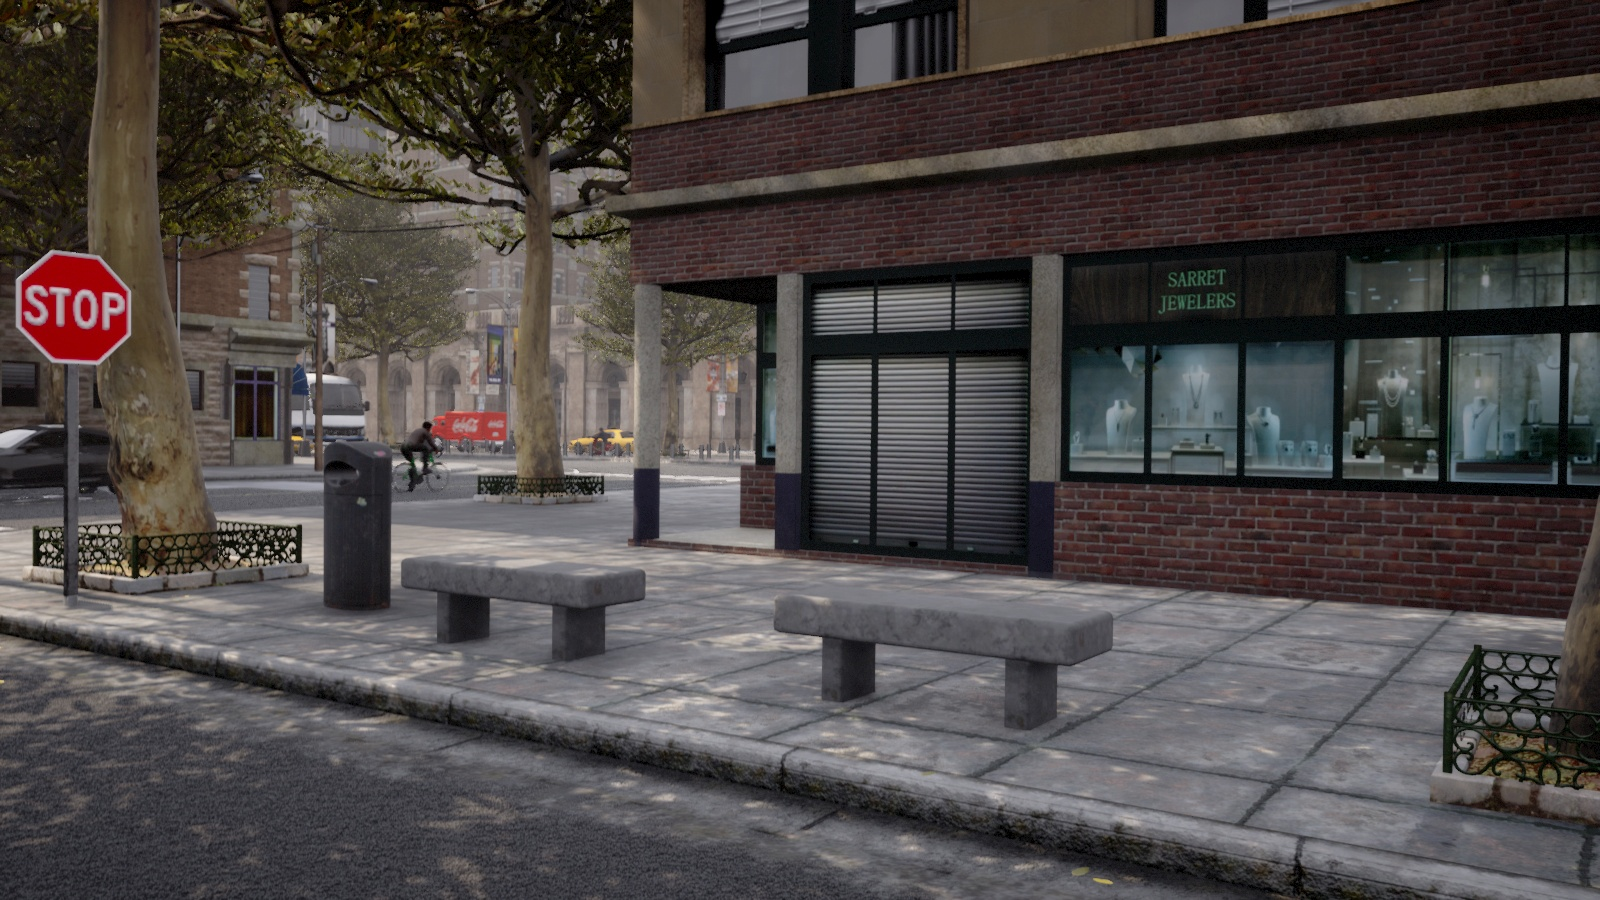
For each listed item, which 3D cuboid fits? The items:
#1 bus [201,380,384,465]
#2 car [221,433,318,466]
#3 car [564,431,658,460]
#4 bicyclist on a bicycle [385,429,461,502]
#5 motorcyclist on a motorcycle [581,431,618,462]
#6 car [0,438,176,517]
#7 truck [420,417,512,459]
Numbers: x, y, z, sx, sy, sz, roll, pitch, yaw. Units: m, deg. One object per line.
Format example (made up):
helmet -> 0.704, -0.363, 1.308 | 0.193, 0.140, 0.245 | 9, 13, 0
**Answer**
bus -> -27.283, -1.410, 67.329 | 10.273, 4.253, 3.944 | 0, 1, 34
car -> -26.469, -0.032, 62.606 | 5.366, 1.575, 1.801 | 0, 1, 34
car -> -10.587, -0.264, 70.057 | 5.366, 1.575, 1.801 | 0, 1, 34
bicyclist on a bicycle -> -8.581, 0.335, 28.643 | 0.582, 1.620, 1.656 | 0, 1, 33
motorcyclist on a motorcycle -> -10.495, -0.188, 65.794 | 1.817, 1.590, 0.866 | 0, 1, 34
car -> -15.146, 0.514, 24.903 | 1.812, 1.442, 4.674 | 0, 1, 33
truck -> -20.387, -0.708, 76.565 | 5.204, 2.467, 2.627 | 0, 1, 34
